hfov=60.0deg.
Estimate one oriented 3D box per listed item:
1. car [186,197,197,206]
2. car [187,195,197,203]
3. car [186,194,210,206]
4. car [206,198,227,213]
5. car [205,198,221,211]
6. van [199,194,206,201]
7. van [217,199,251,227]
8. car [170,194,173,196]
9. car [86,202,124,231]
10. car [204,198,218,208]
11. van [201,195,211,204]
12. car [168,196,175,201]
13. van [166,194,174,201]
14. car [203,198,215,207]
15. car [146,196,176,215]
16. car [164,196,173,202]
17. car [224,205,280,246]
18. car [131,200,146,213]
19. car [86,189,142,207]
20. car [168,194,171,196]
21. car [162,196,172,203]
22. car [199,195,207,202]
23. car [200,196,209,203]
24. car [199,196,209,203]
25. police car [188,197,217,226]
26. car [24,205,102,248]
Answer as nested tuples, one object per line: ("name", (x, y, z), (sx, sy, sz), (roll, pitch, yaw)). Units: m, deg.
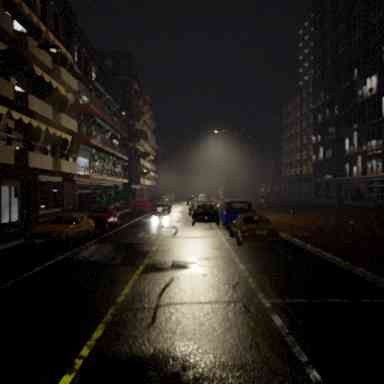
("car", (-0.001, 1.562, 58.023), (1.837, 1.490, 4.892), (0, 0, 0))
("car", (0.000, 1.483, 73.172), (2.128, 1.511, 4.902), (0, 0, 0))
("car", (0.760, 1.375, 33.539), (2.097, 1.767, 4.553), (0, 0, 3))
("car", (2.683, 1.468, 37.107), (1.967, 1.590, 4.097), (0, 0, 0))
("car", (2.683, 1.560, 42.804), (1.752, 1.417, 4.829), (0, 0, 0))
("van", (2.681, 1.456, 86.848), (1.690, 1.788, 3.998), (0, 0, 0))
("van", (2.683, 1.351, 20.527), (1.690, 1.788, 3.998), (0, 0, 0))
("car", (-5.698, 1.519, 70.267), (1.967, 1.590, 4.097), (0, 0, 0))
("car", (-5.696, 1.555, 20.527), (1.887, 1.381, 4.507), (0, 0, 0))
("car", (2.683, 1.624, 48.161), (1.802, 1.307, 4.206), (0, 0, 0))
("van", (2.682, 1.410, 64.741), (1.690, 1.788, 3.998), (0, 0, 0))
("car", (-5.698, 1.710, 92.373), (1.802, 1.307, 4.206), (0, 0, 0))
("van", (-5.699, 1.456, 86.848), (1.690, 1.788, 3.998), (0, 0, 0))
("car", (2.683, 1.632, 53.687), (1.802, 1.307, 4.206), (0, 0, 0))
("car", (-3.097, 1.515, 34.396), (2.128, 1.511, 4.902), (0, 0, 0))
("car", (-5.698, 1.647, 81.320), (1.887, 1.381, 4.507), (0, 0, 0))
("car", (2.684, 1.532, 15.171), (1.752, 1.417, 4.829), (0, 0, 0))
("car", (-5.697, 1.572, 37.108), (1.887, 1.381, 4.507), (0, 0, 0))
("car", (-8.741, 0.691, 35.991), (2.150, 2.045, 5.566), (3, 21, 46))
("car", (-5.697, 1.619, 64.741), (2.008, 1.369, 4.403), (0, 0, 0))
("car", (-5.697, 1.656, 75.794), (1.947, 1.339, 4.313), (0, 0, 0))
("car", (2.682, 1.542, 81.320), (1.967, 1.590, 4.097), (0, 0, 0))
("car", (2.683, 1.604, 70.436), (1.752, 1.417, 4.829), (0, 0, 0))
("car", (2.683, 1.656, 75.794), (1.947, 1.339, 4.313), (0, 0, 0))
("police car", (0.899, 1.438, 23.635), (1.930, 1.638, 5.238), (0, 0, 0))
("car", (-5.696, 1.531, 14.831), (1.752, 1.417, 4.829), (0, 0, 0))
